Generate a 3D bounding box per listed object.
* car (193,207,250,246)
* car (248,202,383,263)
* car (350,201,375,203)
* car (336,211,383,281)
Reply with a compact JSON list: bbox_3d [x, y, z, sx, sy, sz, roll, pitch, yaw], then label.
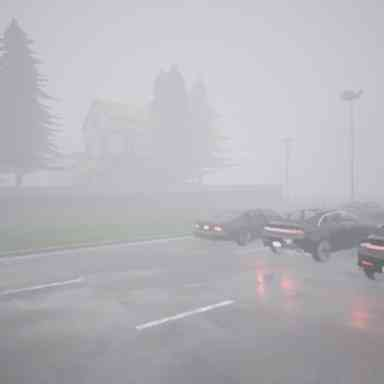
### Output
[{"bbox_3d":[2.590,1.357,14.222,5.357,1.411,2.033,-1,1,-36],"label":"car"},{"bbox_3d":[4.502,1.303,11.312,4.902,1.511,2.128,-1,1,-35],"label":"car"},{"bbox_3d":[10.088,1.201,19.619,4.181,1.385,1.994,-1,1,-36],"label":"car"},{"bbox_3d":[5.917,1.317,8.020,4.902,1.511,2.128,-1,1,-35],"label":"car"}]
